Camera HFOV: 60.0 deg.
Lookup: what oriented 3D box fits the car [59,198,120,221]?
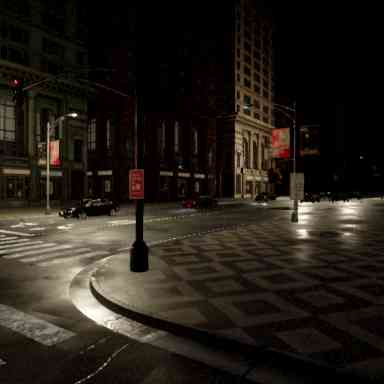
[{"bbox_3d":[-7.632,1.243,25.139,1.837,1.490,4.892,0,1,35],"label":"car"}]

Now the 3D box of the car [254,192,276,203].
[{"bbox_3d":[11.438,0.742,51.825,2.097,1.767,4.553,0,1,35],"label":"car"}]

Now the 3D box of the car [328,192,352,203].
[{"bbox_3d":[22.439,0.834,50.303,1.812,1.442,4.674,0,1,36],"label":"car"}]

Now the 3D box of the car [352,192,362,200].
[{"bbox_3d":[29.593,0.675,60.380,1.812,1.442,4.674,0,1,35],"label":"car"}]

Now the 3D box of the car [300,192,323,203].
[{"bbox_3d":[17.242,0.912,48.590,1.994,1.385,4.181,0,1,35],"label":"car"}]

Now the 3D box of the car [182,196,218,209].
[{"bbox_3d":[0.930,1.151,37.192,1.895,1.301,4.718,0,1,35],"label":"car"}]

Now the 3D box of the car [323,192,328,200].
[{"bbox_3d":[22.983,0.713,56.673,2.128,1.511,4.902,0,1,35],"label":"car"}]
